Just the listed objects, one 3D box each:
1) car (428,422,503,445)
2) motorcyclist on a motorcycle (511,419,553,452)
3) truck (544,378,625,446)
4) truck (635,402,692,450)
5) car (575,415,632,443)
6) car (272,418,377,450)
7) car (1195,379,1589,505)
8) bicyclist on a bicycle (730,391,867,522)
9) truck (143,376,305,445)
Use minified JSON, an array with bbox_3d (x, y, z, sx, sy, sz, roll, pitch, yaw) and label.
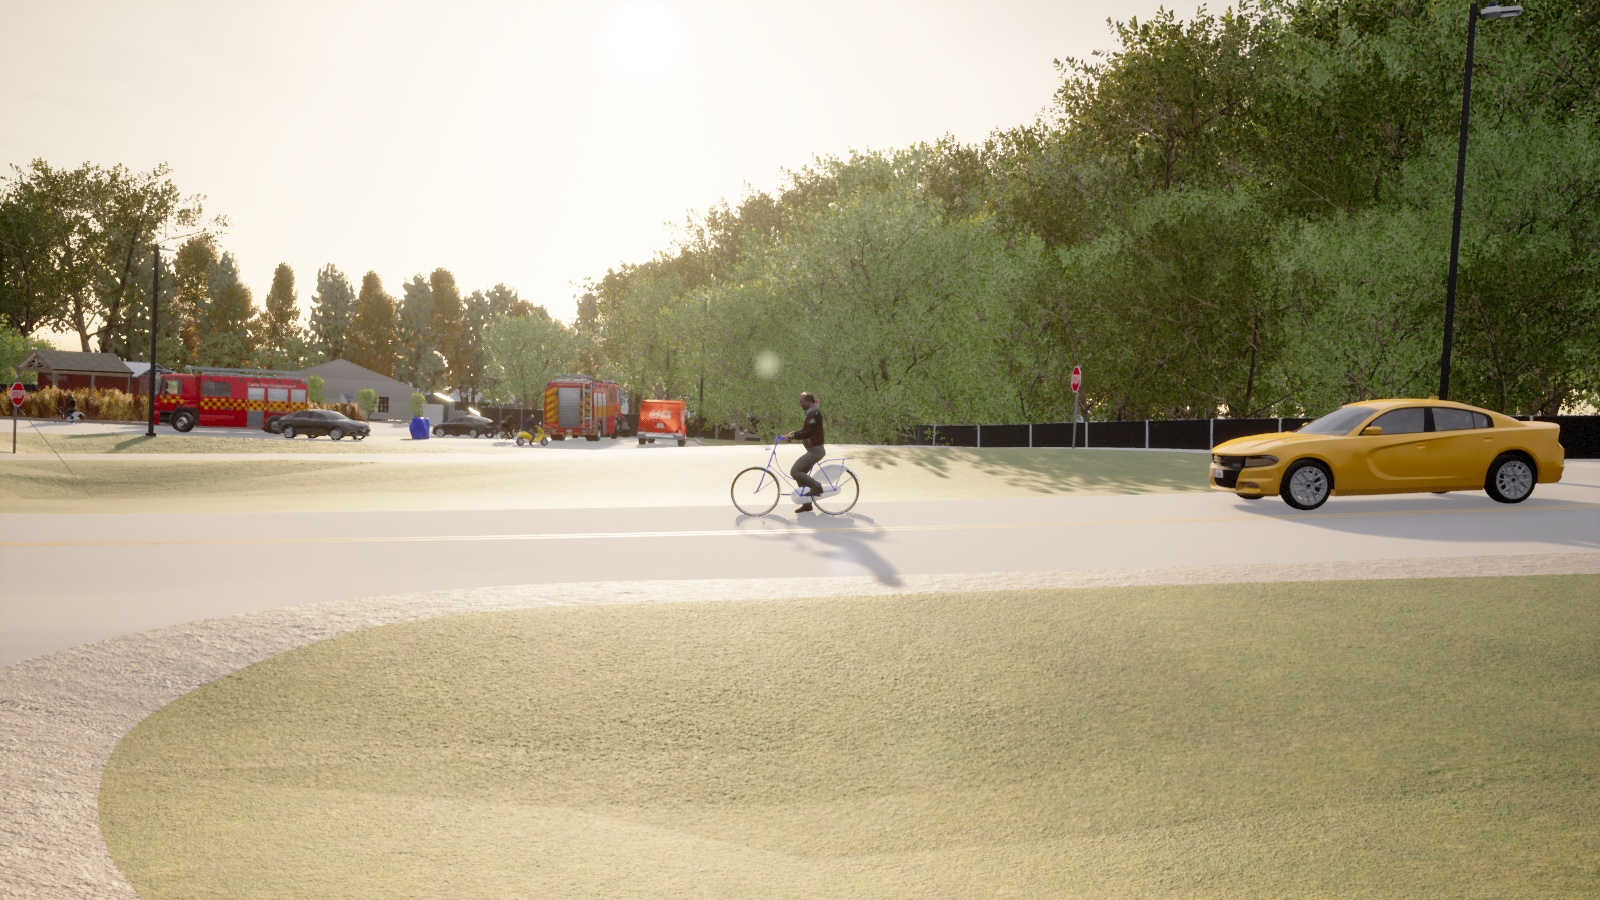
[{"bbox_3d":[-22.783,-1.156,85.539,4.892,1.490,1.837,0,2,24],"label":"car"},{"bbox_3d":[-13.425,-0.745,62.894,1.817,1.590,0.866,-1,4,-38],"label":"motorcyclist on a motorcycle"},{"bbox_3d":[-12.631,-2.291,74.399,2.891,3.827,8.468,0,2,3],"label":"truck"},{"bbox_3d":[-7.485,-1.376,69.398,2.627,2.467,5.204,2,2,-1],"label":"truck"},{"bbox_3d":[-12.934,-1.374,82.530,1.851,1.617,3.988,-1,-1,-42],"label":"car"},{"bbox_3d":[-24.006,-0.830,63.400,4.892,1.490,1.837,1,1,19],"label":"car"},{"bbox_3d":[8.656,-0.162,18.576,5.008,1.535,1.882,-3,3,-6],"label":"car"},{"bbox_3d":[-0.028,0.070,17.746,1.843,1.776,0.659,-2,3,-6],"label":"bicyclist on a bicycle"},{"bbox_3d":[-34.209,-2.319,74.738,8.468,3.827,2.891,0,2,-31],"label":"truck"}]
